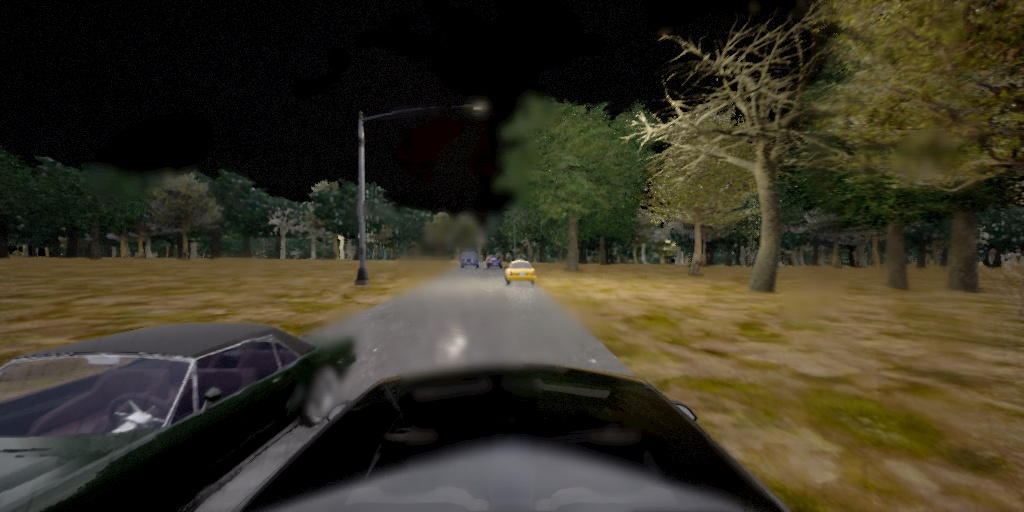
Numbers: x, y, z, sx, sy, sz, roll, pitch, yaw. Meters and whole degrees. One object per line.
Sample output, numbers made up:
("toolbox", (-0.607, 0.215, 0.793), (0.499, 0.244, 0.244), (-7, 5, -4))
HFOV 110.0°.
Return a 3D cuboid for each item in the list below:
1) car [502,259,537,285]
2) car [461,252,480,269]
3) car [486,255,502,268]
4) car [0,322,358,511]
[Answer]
("car", (0.476, 0.961, 23.250), (1.801, 1.575, 5.366), (0, 1, -3))
("car", (-5.346, 0.527, 46.674), (2.150, 2.045, 5.566), (0, 1, -4))
("car", (-2.308, 0.815, 47.850), (1.812, 1.442, 4.674), (0, 1, -4))
("car", (-3.118, 1.353, 2.881), (1.895, 1.301, 4.718), (0, 1, 0))
